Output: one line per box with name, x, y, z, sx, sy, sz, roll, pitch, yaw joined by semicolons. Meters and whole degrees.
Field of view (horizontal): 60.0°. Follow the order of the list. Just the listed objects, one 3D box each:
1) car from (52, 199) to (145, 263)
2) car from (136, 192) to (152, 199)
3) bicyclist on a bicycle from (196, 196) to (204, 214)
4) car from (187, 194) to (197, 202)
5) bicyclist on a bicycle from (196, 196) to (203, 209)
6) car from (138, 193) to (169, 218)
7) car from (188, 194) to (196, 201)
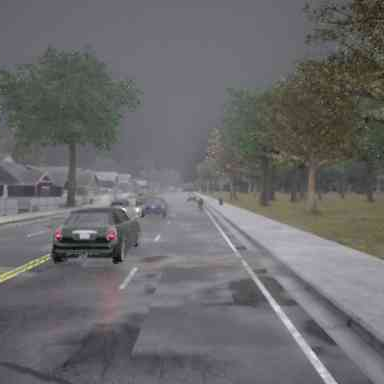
car;-3.150;1.307;11.867;2.097;1.767;4.553;0;0;0
car;-6.588;1.044;47.097;2.150;2.045;5.566;0;0;0
bicyclist on a bicycle;0.892;1.332;31.985;0.582;1.620;1.656;0;0;0
car;0.021;1.276;68.983;1.812;1.442;4.674;0;0;1
bicyclist on a bicycle;0.892;1.283;40.705;0.866;1.612;1.509;0;0;0
car;-3.152;1.241;29.295;2.097;1.767;4.553;0;0;0
car;-0.009;1.218;78.297;1.837;1.490;4.892;0;0;0
